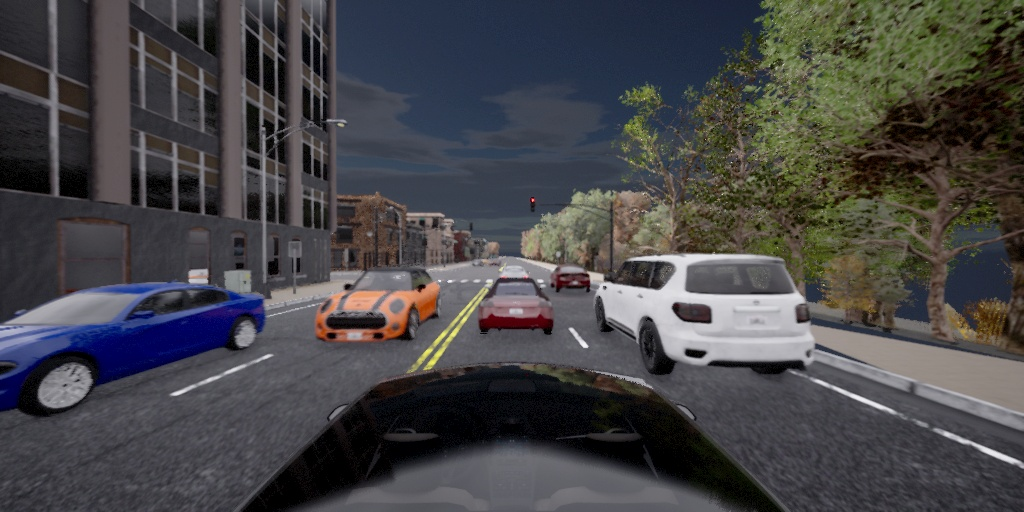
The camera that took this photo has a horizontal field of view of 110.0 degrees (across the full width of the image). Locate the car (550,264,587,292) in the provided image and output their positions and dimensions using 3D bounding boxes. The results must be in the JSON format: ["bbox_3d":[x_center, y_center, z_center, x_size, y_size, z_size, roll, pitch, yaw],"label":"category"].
[{"bbox_3d":[3.354,1.249,21.324,1.882,1.535,5.008,0,0,1],"label":"car"}]

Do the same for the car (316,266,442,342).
[{"bbox_3d":[-3.344,1.110,9.871,2.097,1.767,4.553,0,0,0],"label":"car"}]

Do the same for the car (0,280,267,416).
[{"bbox_3d":[-6.599,1.232,6.180,1.882,1.535,5.008,0,0,0],"label":"car"}]

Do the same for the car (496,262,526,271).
[{"bbox_3d":[0.098,1.297,21.556,1.812,1.442,4.674,0,0,-1],"label":"car"}]

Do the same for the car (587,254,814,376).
[{"bbox_3d":[3.361,0.978,7.636,2.150,2.045,5.566,0,0,-1],"label":"car"}]

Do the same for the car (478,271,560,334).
[{"bbox_3d":[0.102,1.323,10.747,1.994,1.385,4.181,0,0,0],"label":"car"}]
